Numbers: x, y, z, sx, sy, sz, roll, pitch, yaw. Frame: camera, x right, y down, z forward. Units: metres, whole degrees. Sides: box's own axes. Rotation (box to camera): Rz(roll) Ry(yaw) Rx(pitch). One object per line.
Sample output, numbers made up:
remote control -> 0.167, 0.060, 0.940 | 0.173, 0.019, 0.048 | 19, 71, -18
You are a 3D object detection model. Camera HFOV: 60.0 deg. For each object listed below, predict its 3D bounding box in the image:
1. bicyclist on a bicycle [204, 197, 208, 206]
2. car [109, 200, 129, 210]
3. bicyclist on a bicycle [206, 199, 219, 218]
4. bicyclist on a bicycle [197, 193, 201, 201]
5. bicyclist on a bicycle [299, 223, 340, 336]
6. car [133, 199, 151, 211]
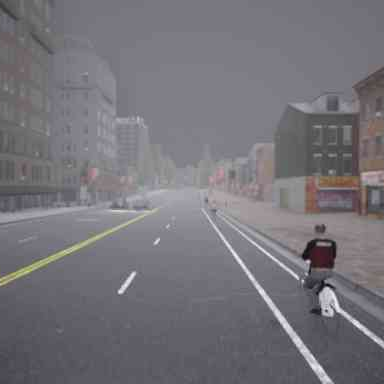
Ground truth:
bicyclist on a bicycle -> 2.097, 1.533, 47.761 | 0.659, 1.776, 1.843 | 0, 0, 0
car -> -9.900, 1.726, 45.564 | 1.994, 1.385, 4.181 | 0, 0, 0
bicyclist on a bicycle -> 1.894, 1.583, 28.555 | 0.866, 1.612, 1.509 | 0, 0, 3
bicyclist on a bicycle -> 1.669, 1.465, 76.783 | 0.866, 1.612, 1.509 | 0, 1, 5
bicyclist on a bicycle -> 2.193, 1.414, 5.897 | 0.659, 1.776, 1.843 | 0, 0, 0
car -> -6.656, 1.669, 44.400 | 1.837, 1.490, 4.892 | 0, -1, 0
